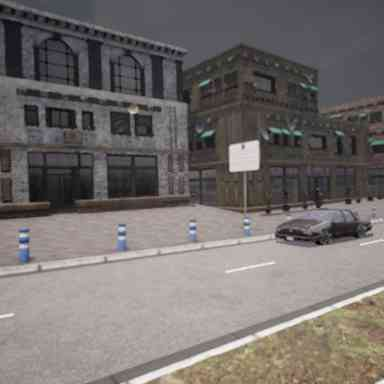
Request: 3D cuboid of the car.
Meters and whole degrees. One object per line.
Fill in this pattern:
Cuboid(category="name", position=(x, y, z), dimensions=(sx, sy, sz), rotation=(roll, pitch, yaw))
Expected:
Cuboid(category="car", position=(6.091, 1.453, 15.015), dimensions=(5.357, 1.411, 2.033), rotation=(-1, 1, -37))
